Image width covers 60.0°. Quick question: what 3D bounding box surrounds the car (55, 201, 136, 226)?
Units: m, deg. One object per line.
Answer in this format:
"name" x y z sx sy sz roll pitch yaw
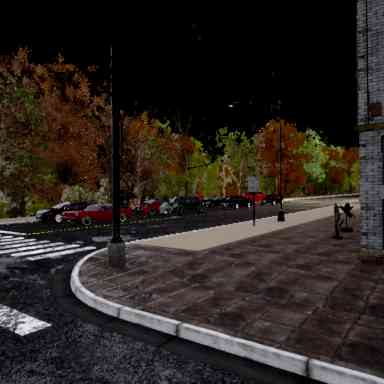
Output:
"car" -6.347 1.460 22.414 1.895 1.301 4.718 -1 0 36

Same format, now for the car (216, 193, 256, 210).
"car" 5.068 1.166 37.929 1.837 1.490 4.892 -1 0 36

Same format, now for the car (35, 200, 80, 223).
"car" -8.926 1.406 24.398 1.837 1.490 4.892 -1 0 36

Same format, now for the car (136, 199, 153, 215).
"car" -3.648 1.374 31.572 1.994 1.385 4.181 -1 0 36

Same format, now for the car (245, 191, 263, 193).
"car" 8.726 0.818 48.320 2.150 2.045 5.566 -1 0 37

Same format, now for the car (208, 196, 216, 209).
"car" 2.532 1.195 39.968 2.128 1.511 4.902 -1 0 36

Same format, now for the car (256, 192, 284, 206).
"car" 11.129 1.061 46.103 1.837 1.490 4.892 -1 0 37

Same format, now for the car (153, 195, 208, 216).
"car" -0.910 1.117 29.815 2.097 1.767 4.553 -1 0 36
